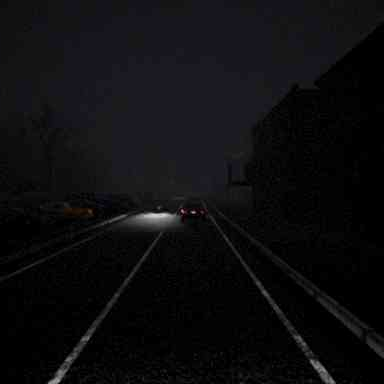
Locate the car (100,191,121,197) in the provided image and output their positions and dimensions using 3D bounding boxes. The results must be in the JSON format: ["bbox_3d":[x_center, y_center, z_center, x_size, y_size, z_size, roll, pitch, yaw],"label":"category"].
[{"bbox_3d":[-21.564,0.454,87.836,4.892,1.521,2.231,0,1,0],"label":"car"}]

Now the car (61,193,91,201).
[{"bbox_3d":[-21.705,0.936,62.304,5.008,1.535,2.097,0,1,0],"label":"car"}]

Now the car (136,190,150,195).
[{"bbox_3d":[-9.227,1.021,51.120,4.553,1.767,2.185,0,1,0],"label":"car"}]

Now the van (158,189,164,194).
[{"bbox_3d":[-9.183,0.496,73.720,4.442,1.987,1.878,0,1,0],"label":"van"}]

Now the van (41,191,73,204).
[{"bbox_3d":[-21.867,0.868,53.955,4.442,1.987,1.878,0,1,0],"label":"van"}]

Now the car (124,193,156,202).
[{"bbox_3d":[-9.332,0.984,59.599,5.366,1.575,1.946,0,1,0],"label":"car"}]

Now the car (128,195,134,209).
[{"bbox_3d":[-9.279,1.376,36.974,4.674,1.452,2.002,0,0,0],"label":"car"}]

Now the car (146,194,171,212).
[{"bbox_3d":[-3.300,1.341,36.032,2.128,1.511,4.902,0,1,0],"label":"car"}]

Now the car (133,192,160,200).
[{"bbox_3d":[-9.284,0.825,68.074,5.366,1.575,1.946,0,1,0],"label":"car"}]

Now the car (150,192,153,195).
[{"bbox_3d":[-9.182,1.134,53.948,4.674,1.452,2.002,0,1,0],"label":"car"}]

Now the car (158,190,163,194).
[{"bbox_3d":[-8.929,0.878,65.247,5.366,1.575,1.946,0,1,0],"label":"car"}]

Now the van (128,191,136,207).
[{"bbox_3d":[-9.378,1.104,39.679,4.442,1.987,1.878,0,0,0],"label":"van"}]

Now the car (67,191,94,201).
[{"bbox_3d":[-21.714,0.758,65.125,4.553,1.767,2.185,0,1,0],"label":"car"}]

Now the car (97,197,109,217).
[{"bbox_3d":[-9.337,1.350,25.672,5.008,1.535,2.097,0,0,0],"label":"car"}]

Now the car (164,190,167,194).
[{"bbox_3d":[-9.036,0.656,79.375,4.674,1.452,2.002,0,1,0],"label":"car"}]

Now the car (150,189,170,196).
[{"bbox_3d":[-8.924,0.089,93.495,5.566,2.045,2.435,0,1,0],"label":"car"}]

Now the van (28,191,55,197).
[{"bbox_3d":[-21.682,1.027,45.484,4.442,1.987,1.878,0,1,0],"label":"van"}]

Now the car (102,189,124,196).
[{"bbox_3d":[-21.514,0.149,90.531,5.566,2.045,2.435,0,1,0],"label":"car"}]

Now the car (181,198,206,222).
[{"bbox_3d":[0.108,1.462,25.702,2.033,1.411,5.357,0,0,0],"label":"car"}]

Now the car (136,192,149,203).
[{"bbox_3d":[-9.206,1.200,48.297,5.008,1.535,2.097,0,1,0],"label":"car"}]

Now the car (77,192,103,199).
[{"bbox_3d":[-21.656,0.777,70.773,5.008,1.535,2.097,0,1,0],"label":"car"}]

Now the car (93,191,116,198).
[{"bbox_3d":[-21.582,0.563,82.191,4.892,1.521,2.231,0,1,0],"label":"car"}]

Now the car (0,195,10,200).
[{"bbox_3d":[-21.841,1.368,34.050,4.792,1.488,2.163,0,0,0],"label":"car"}]

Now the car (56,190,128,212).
[{"bbox_3d":[-9.281,1.092,31.322,5.566,2.045,2.435,0,0,0],"label":"car"}]

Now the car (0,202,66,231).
[{"bbox_3d":[-9.393,1.400,17.194,4.674,1.452,2.002,0,0,0],"label":"car"}]

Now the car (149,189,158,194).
[{"bbox_3d":[-9.191,0.789,56.768,5.566,2.045,2.435,0,1,0],"label":"car"}]

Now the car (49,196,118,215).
[{"bbox_3d":[-9.331,1.346,28.497,5.008,1.535,2.097,0,0,0],"label":"car"}]

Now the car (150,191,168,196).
[{"bbox_3d":[-8.966,0.437,90.676,4.674,1.452,2.002,0,1,0],"label":"car"}]

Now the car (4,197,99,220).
[{"bbox_3d":[-9.543,1.350,22.847,5.366,1.575,1.946,0,0,0],"label":"car"}]

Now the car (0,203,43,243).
[{"bbox_3d":[-9.436,1.393,14.368,4.792,1.488,2.163,0,0,0],"label":"car"}]

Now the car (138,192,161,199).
[{"bbox_3d":[-9.079,0.815,70.899,4.674,1.452,2.002,0,1,0],"label":"car"}]

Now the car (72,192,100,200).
[{"bbox_3d":[-21.662,0.830,67.950,5.008,1.535,2.097,0,1,0],"label":"car"}]

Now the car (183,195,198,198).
[{"bbox_3d":[0.176,1.328,42.885,2.033,1.411,5.357,0,1,0],"label":"car"}]

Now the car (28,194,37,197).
[{"bbox_3d":[-21.831,1.328,39.709,5.008,1.535,2.097,0,0,0],"label":"car"}]

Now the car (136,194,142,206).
[{"bbox_3d":[-9.247,1.341,42.638,4.674,1.452,2.002,0,1,0],"label":"car"}]

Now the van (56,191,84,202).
[{"bbox_3d":[-21.831,0.761,59.604,4.442,1.987,1.878,0,1,0],"label":"van"}]

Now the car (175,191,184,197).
[{"bbox_3d":[-2.843,0.548,78.130,2.033,1.411,5.357,0,1,1],"label":"car"}]

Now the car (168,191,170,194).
[{"bbox_3d":[-8.979,0.453,87.849,5.008,1.535,2.097,0,1,0],"label":"car"}]

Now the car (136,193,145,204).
[{"bbox_3d":[-9.225,1.293,45.472,4.674,1.452,2.002,0,1,0],"label":"car"}]

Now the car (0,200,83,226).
[{"bbox_3d":[-9.377,1.396,20.020,4.674,1.452,2.002,0,0,0],"label":"car"}]

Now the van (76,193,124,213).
[{"bbox_3d":[-9.410,1.114,34.148,4.442,1.987,1.878,0,0,0],"label":"van"}]

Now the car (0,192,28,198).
[{"bbox_3d":[-21.825,1.084,36.874,5.566,2.045,2.435,0,0,0],"label":"car"}]

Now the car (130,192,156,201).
[{"bbox_3d":[-9.162,0.809,62.421,4.553,1.767,2.185,0,1,0],"label":"car"}]

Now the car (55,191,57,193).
[{"bbox_3d":[-21.736,1.023,51.010,4.553,1.767,2.185,0,1,0],"label":"car"}]
